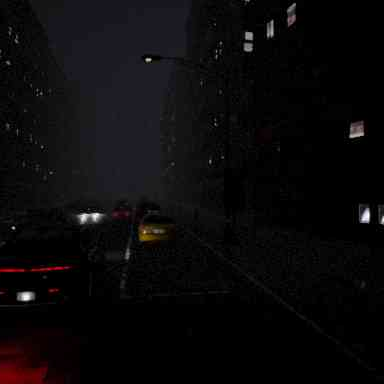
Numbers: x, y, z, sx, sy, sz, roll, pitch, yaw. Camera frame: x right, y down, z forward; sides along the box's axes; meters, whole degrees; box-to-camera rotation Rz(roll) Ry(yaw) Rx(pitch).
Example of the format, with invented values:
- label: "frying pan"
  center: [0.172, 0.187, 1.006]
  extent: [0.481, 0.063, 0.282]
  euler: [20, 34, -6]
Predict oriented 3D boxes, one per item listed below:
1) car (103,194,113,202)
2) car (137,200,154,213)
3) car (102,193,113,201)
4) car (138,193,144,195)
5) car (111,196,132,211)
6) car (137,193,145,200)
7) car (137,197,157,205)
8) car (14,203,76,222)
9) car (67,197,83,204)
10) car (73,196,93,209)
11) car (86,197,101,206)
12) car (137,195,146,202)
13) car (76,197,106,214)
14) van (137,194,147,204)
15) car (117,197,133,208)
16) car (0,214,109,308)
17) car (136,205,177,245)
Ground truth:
- label: "car"
  center: [-20.654, 1.558, 79.510]
  extent: [2.008, 1.369, 4.403]
  euler: [1, 0, -9]
- label: "car"
  center: [-5.228, 1.588, 37.173]
  extent: [1.802, 1.307, 4.206]
  euler: [1, 0, -9]
- label: "car"
  center: [-21.545, 1.320, 84.978]
  extent: [2.192, 1.841, 5.009]
  euler: [1, 0, -9]
- label: "car"
  center: [-8.808, 1.442, 59.045]
  extent: [1.967, 1.590, 4.097]
  euler: [1, 0, -9]
- label: "car"
  center: [-8.398, 1.536, 40.160]
  extent: [1.812, 1.442, 4.674]
  euler: [0, 0, -9]
- label: "car"
  center: [-14.179, 1.303, 91.852]
  extent: [2.192, 1.841, 5.009]
  euler: [1, 0, -9]
- label: "car"
  center: [-3.435, 1.446, 26.238]
  extent: [1.967, 1.590, 4.097]
  euler: [1, 0, -9]
- label: "car"
  center: [-7.955, 1.561, 17.917]
  extent: [2.033, 1.411, 5.357]
  euler: [0, 0, -9]
- label: "car"
  center: [-14.385, 1.564, 41.235]
  extent: [1.887, 1.381, 4.507]
  euler: [1, 0, -9]
- label: "car"
  center: [-15.279, 1.458, 46.704]
  extent: [1.967, 1.590, 4.097]
  euler: [1, 0, -9]
- label: "car"
  center: [-17.071, 1.560, 57.639]
  extent: [1.887, 1.381, 4.507]
  euler: [1, 0, -9]
- label: "car"
  center: [-11.494, 1.436, 75.449]
  extent: [1.967, 1.590, 4.097]
  euler: [1, 0, -9]
- label: "car"
  center: [-10.886, 1.580, 36.078]
  extent: [1.994, 1.385, 4.181]
  euler: [0, 0, -9]
- label: "van"
  center: [-9.701, 1.341, 64.512]
  extent: [1.690, 1.788, 3.998]
  euler: [1, 0, -9]
- label: "car"
  center: [-10.100, 1.556, 50.333]
  extent: [2.033, 1.411, 5.357]
  euler: [0, 0, -9]
- label: "car"
  center: [-3.188, 1.508, 7.994]
  extent: [1.837, 1.490, 4.892]
  euler: [0, 0, -9]
- label: "car"
  center: [-1.673, 1.528, 15.470]
  extent: [1.752, 1.417, 4.829]
  euler: [1, 0, -9]
